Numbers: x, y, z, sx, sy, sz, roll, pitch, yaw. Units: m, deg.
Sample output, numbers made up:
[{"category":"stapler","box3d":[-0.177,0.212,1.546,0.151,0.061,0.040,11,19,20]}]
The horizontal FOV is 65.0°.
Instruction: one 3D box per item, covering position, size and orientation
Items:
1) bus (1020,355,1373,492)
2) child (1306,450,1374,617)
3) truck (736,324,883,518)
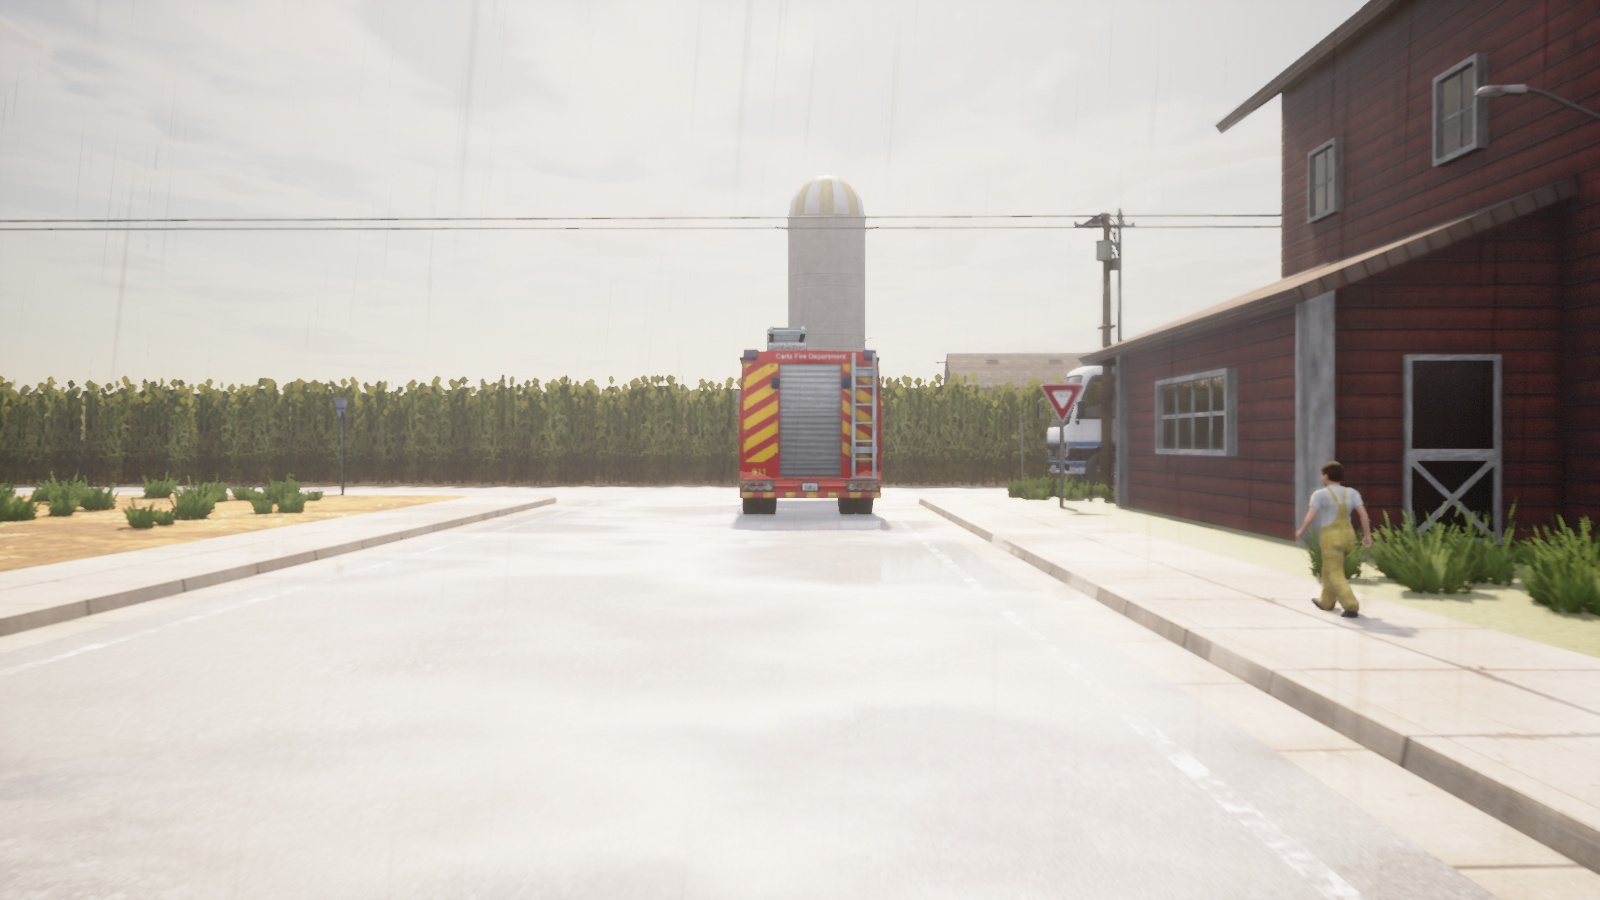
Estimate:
[{"category":"bus","box3d":[12.644,-0.824,40.944,10.273,4.253,3.944,0,0,1]},{"category":"child","box3d":[4.189,0.635,9.761,0.270,1.263,0.437,0,0,-15]},{"category":"truck","box3d":[0.077,-0.583,29.038,2.891,3.827,8.468,0,0,-2]}]
